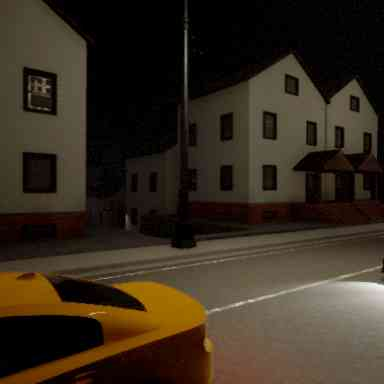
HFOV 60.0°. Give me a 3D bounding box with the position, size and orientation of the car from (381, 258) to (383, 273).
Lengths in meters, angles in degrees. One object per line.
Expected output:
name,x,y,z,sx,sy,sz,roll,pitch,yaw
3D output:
car,6.924,1.612,8.920,4.181,1.385,1.994,0,0,-35

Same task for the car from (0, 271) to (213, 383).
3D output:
car,-2.134,1.476,2.469,5.008,1.535,1.882,0,0,-36
